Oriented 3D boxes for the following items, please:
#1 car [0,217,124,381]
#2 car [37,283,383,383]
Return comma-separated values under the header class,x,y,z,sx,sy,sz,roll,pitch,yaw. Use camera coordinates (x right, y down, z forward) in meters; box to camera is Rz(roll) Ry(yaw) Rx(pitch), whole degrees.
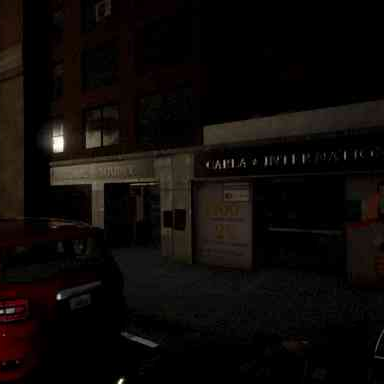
class,x,y,z,sx,sy,sz,roll,pitch,yaw
car,-3.197,1.318,5.133,5.009,1.841,2.192,0,-1,35
car,1.267,1.551,1.952,4.403,1.369,2.008,0,-1,35
